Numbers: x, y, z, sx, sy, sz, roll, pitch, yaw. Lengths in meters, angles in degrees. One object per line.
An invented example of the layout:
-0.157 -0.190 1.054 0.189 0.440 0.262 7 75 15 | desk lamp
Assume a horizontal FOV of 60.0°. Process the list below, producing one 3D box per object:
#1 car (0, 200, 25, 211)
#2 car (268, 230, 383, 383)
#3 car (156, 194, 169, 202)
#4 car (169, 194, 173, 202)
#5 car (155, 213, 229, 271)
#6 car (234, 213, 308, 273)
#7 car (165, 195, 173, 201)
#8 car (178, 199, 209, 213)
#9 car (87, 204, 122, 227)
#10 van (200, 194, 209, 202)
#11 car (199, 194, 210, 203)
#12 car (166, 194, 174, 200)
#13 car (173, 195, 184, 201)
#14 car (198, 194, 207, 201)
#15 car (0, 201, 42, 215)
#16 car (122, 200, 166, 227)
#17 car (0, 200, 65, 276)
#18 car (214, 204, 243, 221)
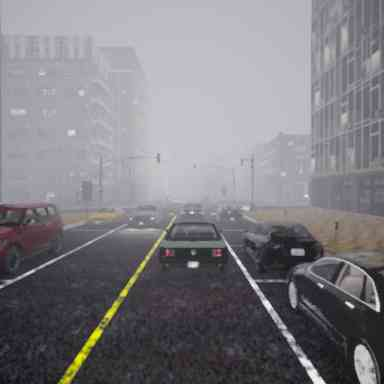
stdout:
-26.000 1.869 46.461 4.403 1.369 2.008 -1 2 -1 | car
2.680 1.547 4.870 2.008 1.369 4.403 0 0 0 | car
-5.727 1.485 60.394 2.008 1.369 4.403 0 0 0 | car
-5.733 1.463 71.461 1.887 1.381 4.507 0 0 0 | car
0.054 1.592 10.814 1.895 1.301 4.718 0 0 0 | car
2.677 1.557 10.512 1.947 1.339 4.313 0 0 0 | car
-5.740 1.484 82.528 1.802 1.307 4.206 0 0 0 | car
0.050 1.523 26.419 2.033 1.411 5.357 0 0 0 | car
-5.673 1.504 22.414 1.752 1.417 4.829 0 0 0 | car
2.645 1.260 71.458 1.690 1.788 3.998 0 0 0 | van
2.650 1.493 65.925 1.947 1.339 4.313 0 0 0 | car
-5.744 1.334 88.061 1.967 1.590 4.097 0 0 0 | car
-3.048 1.427 82.244 2.128 1.511 4.902 0 0 0 | car
2.640 1.343 82.526 1.967 1.590 4.097 0 0 0 | car
-20.054 1.827 38.167 4.829 1.417 1.752 -1 1 -1 | car
-3.078 1.526 22.905 2.033 1.411 5.357 0 0 0 | car
-5.705 1.306 10.465 2.192 1.841 5.009 0 0 0 | car
2.641 1.529 23.917 2.008 1.369 4.403 0 0 0 | car
